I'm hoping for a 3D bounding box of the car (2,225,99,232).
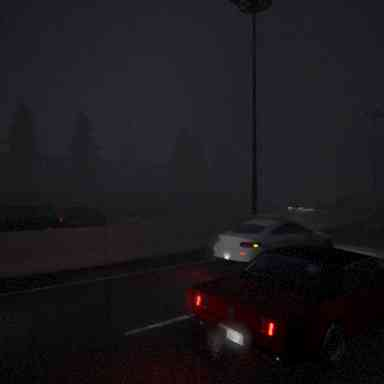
[{"bbox_3d":[-6.459,1.586,12.420,5.357,1.411,2.033,0,0,-37],"label":"car"}]

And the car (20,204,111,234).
[{"bbox_3d":[-7.676,1.563,20.440,4.892,1.490,1.837,0,0,-40],"label":"car"}]

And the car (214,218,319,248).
[{"bbox_3d":[2.717,1.550,10.688,4.674,1.442,1.812,0,0,-41],"label":"car"}]

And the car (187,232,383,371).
[{"bbox_3d":[2.301,1.613,5.743,4.718,1.301,1.895,0,0,-39],"label":"car"}]
